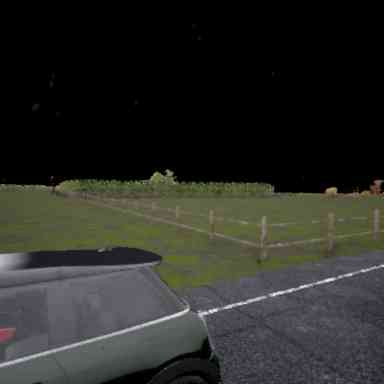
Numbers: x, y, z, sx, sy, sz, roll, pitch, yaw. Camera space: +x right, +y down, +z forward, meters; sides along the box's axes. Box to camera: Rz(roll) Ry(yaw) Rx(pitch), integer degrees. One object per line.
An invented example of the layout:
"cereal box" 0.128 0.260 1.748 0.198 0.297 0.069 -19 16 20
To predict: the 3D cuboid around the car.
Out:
"car" -1.993 1.351 2.569 4.553 1.767 2.097 0 0 -36
